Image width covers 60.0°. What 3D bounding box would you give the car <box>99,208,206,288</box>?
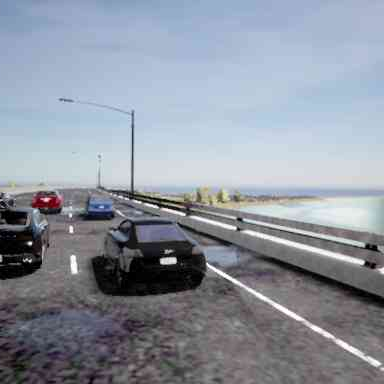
[{"bbox_3d":[-1.180,1.349,8.809,1.994,1.385,4.181,0,1,-20],"label":"car"}]

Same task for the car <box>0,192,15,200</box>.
[{"bbox_3d":[-14.723,0.705,25.247,2.128,1.511,4.902,0,1,-20],"label":"car"}]

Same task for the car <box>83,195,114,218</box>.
[{"bbox_3d":[-6.482,0.940,23.035,2.033,1.411,5.357,0,1,-20],"label":"car"}]

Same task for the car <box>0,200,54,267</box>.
[{"bbox_3d":[-5.291,1.202,9.832,1.837,1.490,4.892,0,1,-20],"label":"car"}]

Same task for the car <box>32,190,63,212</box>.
[{"bbox_3d":[-11.370,0.596,26.270,2.097,1.767,4.553,0,1,-20],"label":"car"}]
